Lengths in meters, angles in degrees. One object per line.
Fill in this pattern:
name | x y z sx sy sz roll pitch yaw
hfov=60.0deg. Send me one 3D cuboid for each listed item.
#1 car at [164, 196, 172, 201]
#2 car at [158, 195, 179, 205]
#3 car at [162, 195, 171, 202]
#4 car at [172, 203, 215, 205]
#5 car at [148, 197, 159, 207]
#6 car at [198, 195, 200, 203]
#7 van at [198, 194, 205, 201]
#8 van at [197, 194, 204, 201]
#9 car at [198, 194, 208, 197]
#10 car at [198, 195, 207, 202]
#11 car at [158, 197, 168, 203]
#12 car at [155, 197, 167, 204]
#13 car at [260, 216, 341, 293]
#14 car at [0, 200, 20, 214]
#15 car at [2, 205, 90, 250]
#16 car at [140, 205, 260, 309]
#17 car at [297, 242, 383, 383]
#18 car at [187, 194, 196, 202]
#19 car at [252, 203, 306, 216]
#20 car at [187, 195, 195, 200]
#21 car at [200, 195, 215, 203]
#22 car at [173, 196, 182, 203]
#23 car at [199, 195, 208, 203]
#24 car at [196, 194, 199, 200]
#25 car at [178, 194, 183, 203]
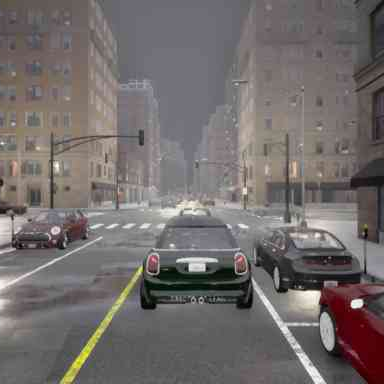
car | -6.101 1.711 85.536 1.802 1.307 4.206 0 0 0
car | -3.053 1.532 44.402 1.837 1.490 4.892 0 0 0
car | -6.061 1.550 80.029 1.967 1.590 4.097 0 0 0
car | 0.133 1.495 15.319 2.128 1.511 4.902 0 0 0
car | -5.864 1.589 52.489 2.008 1.369 4.403 0 0 0
car | 2.622 1.615 58.053 1.947 1.339 4.313 0 0 0
van | 2.425 1.471 85.589 1.690 1.788 3.998 0 0 0
van | 2.385 1.493 91.096 1.690 1.788 3.998 0 0 0
car | 2.581 1.588 63.731 1.752 1.417 4.829 0 0 0
car | 2.464 1.550 80.081 1.967 1.590 4.097 0 0 0
car | -5.983 1.657 69.013 1.802 1.307 4.206 0 0 0
car | -5.943 1.606 63.505 1.887 1.381 4.507 0 0 0
car | 2.694 1.552 8.620 2.008 1.369 4.403 0 0 0
car | -17.605 1.400 30.165 5.008 1.535 1.882 0 0 -2
car | -5.818 1.443 14.127 1.967 1.590 4.097 0 0 0
car | 0.066 1.354 8.017 2.097 1.767 4.553 0 0 -1
car | 2.682 1.545 3.128 1.887 1.381 4.507 0 0 0
car | -0.207 1.697 80.049 1.895 1.301 4.718 0 0 0
car | 7.841 1.631 30.310 4.718 1.301 1.895 0 0 9
car | -0.279 1.532 90.025 1.994 1.385 4.181 0 0 0
car | 2.661 1.584 52.547 1.887 1.381 4.507 0 0 0
car | -3.173 1.689 75.137 1.895 1.301 4.718 0 0 0
car | 2.503 1.532 74.575 1.967 1.590 4.097 0 0 0
car | 2.543 1.391 69.068 2.192 1.841 5.009 0 0 0
car | -3.139 1.406 60.134 2.097 1.767 4.553 0 0 0
